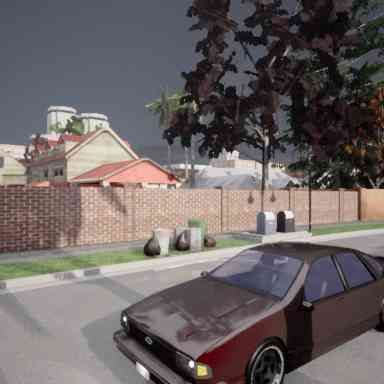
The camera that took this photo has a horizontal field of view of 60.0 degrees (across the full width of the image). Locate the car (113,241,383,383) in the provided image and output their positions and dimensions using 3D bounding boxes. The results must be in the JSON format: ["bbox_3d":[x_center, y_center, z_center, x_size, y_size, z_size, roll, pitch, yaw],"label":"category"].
[{"bbox_3d":[1.581,1.548,5.219,5.357,1.411,2.033,0,0,-37],"label":"car"}]
